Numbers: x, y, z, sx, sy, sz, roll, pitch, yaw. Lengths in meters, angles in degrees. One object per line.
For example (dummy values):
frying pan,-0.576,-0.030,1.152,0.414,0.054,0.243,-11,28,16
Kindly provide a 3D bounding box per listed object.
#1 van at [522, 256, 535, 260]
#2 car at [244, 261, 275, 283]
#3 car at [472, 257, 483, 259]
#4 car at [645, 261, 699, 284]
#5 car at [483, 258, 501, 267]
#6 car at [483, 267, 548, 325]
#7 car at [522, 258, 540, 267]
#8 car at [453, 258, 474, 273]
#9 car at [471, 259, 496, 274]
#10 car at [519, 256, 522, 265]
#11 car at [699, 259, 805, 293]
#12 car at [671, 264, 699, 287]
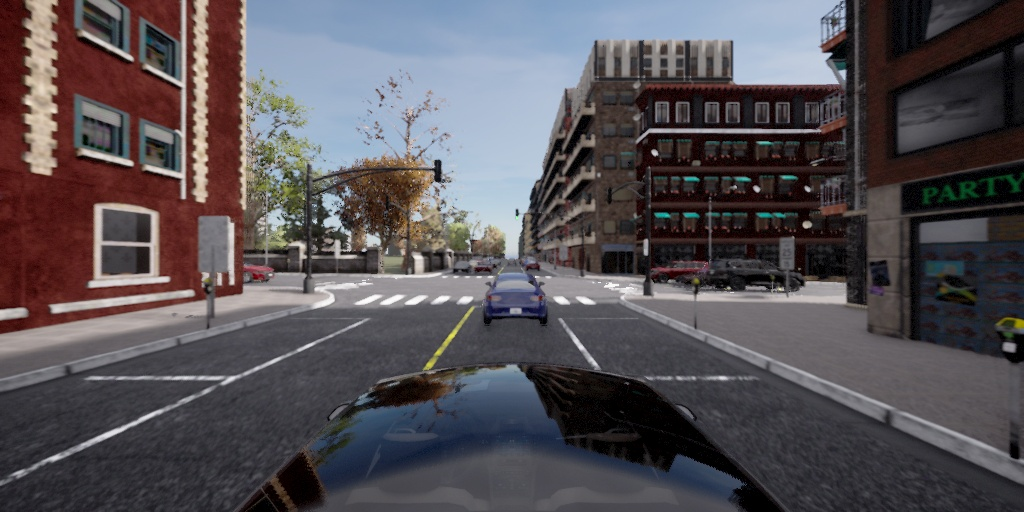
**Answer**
van,2.707,1.032,52.589,1.690,1.789,3.998,0,0,0
car,-17.925,0.897,22.905,5.008,1.535,1.882,1,0,-1
car,-5.673,1.217,52.422,1.751,1.417,4.829,0,0,0
car,13.458,1.307,28.984,5.009,1.841,2.192,0,0,-1
car,-3.053,1.292,53.323,1.895,1.301,4.718,0,0,0
car,0.102,1.259,11.588,1.812,1.442,4.674,0,0,0
car,2.705,1.240,46.958,1.888,1.381,4.507,0,0,0
car,-5.677,1.265,41.331,1.948,1.339,4.313,0,0,0
car,-3.082,1.301,39.630,1.895,1.301,4.718,0,0,0
car,2.711,1.128,63.849,1.967,1.591,4.097,0,0,0
car,15.727,1.241,23.362,5.566,2.045,2.150,1,0,2
car,15.025,1.562,26.409,5.357,1.411,2.033,1,0,-1
